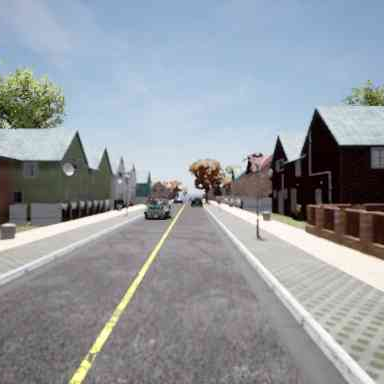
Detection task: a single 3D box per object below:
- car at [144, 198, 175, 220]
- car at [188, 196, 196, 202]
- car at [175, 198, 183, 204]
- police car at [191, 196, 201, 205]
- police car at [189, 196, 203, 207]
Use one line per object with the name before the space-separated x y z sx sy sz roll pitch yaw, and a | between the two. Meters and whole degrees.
car | -2.845 1.367 28.527 2.097 1.767 4.553 0 0 0
car | -0.001 1.822 88.814 2.033 1.411 5.357 0 -1 0
car | -2.751 1.826 68.988 1.895 1.301 4.718 0 0 0
police car | 0.824 1.648 65.692 1.930 1.638 5.238 0 0 0
police car | 0.824 1.581 55.692 1.930 1.638 5.238 0 0 0
